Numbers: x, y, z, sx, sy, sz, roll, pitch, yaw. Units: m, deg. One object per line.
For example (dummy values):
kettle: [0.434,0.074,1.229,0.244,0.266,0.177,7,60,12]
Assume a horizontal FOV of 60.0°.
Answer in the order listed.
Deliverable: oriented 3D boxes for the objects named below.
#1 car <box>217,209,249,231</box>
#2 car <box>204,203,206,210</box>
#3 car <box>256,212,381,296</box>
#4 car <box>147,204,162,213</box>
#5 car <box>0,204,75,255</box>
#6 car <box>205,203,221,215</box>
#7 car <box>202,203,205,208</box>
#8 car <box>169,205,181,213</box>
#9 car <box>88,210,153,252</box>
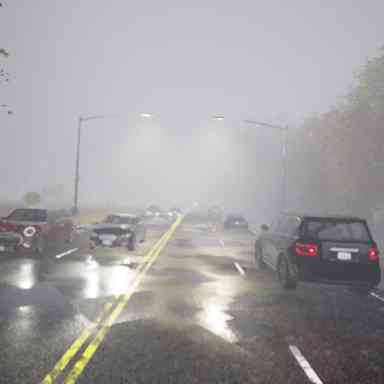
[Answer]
car: [3.526,2.455,27.996,1.994,1.385,4.181,3,-2,0]
car: [3.801,3.299,64.437,1.812,1.442,4.674,4,0,1]
car: [3.468,1.655,10.226,2.150,2.045,5.566,3,-2,0]
car: [-6.116,2.629,54.894,1.994,1.385,4.181,3,-1,1]
car: [-6.507,1.395,13.629,2.097,1.767,4.553,3,-1,0]
car: [3.684,2.922,53.461,2.033,1.649,4.856,4,-3,1]
car: [3.928,3.592,75.447,2.033,1.411,5.357,3,-3,1]
car: [-2.845,2.876,56.708,1.895,1.301,4.718,3,-1,1]
car: [-3.260,1.741,15.361,2.128,1.511,4.902,3,-1,0]
